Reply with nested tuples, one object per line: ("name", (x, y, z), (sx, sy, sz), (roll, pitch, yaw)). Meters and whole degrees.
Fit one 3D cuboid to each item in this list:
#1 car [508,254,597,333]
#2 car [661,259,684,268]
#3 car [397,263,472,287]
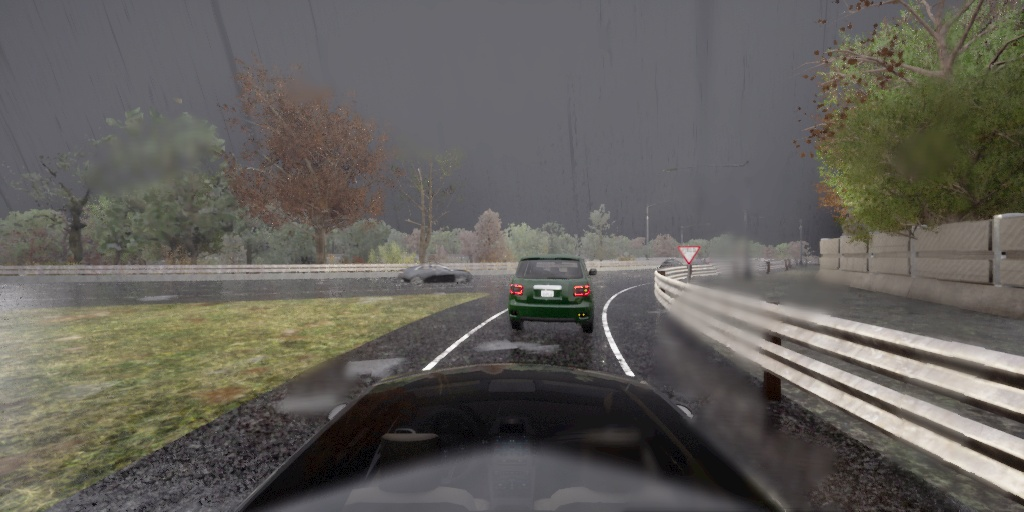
("car", (1.368, 0.971, 10.968), (2.150, 2.045, 5.566), (0, 0, 12))
("car", (23.083, 1.246, 51.358), (4.892, 1.490, 1.837), (0, 0, -44))
("car", (-5.144, 1.239, 24.068), (4.902, 1.511, 2.128), (0, 0, -23))
